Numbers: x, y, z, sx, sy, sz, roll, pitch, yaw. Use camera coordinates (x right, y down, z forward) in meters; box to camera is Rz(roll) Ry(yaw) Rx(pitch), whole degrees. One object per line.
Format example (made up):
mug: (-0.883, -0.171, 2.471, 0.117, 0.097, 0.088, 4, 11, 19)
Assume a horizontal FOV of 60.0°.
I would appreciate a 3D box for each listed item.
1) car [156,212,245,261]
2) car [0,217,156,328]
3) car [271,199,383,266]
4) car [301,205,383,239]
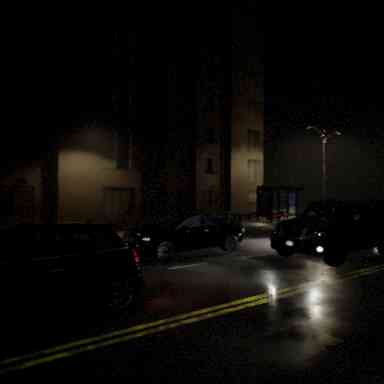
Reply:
car: (-0.186, 1.526, 12.449, 4.902, 1.511, 2.128, 0, 0, -35)
car: (-3.215, 1.355, 5.996, 4.553, 1.767, 2.097, 0, 0, -36)
car: (5.334, 1.276, 12.080, 5.566, 2.045, 2.150, 0, 0, -35)
car: (8.559, 1.577, 18.638, 4.902, 1.511, 2.128, 0, 0, -35)
